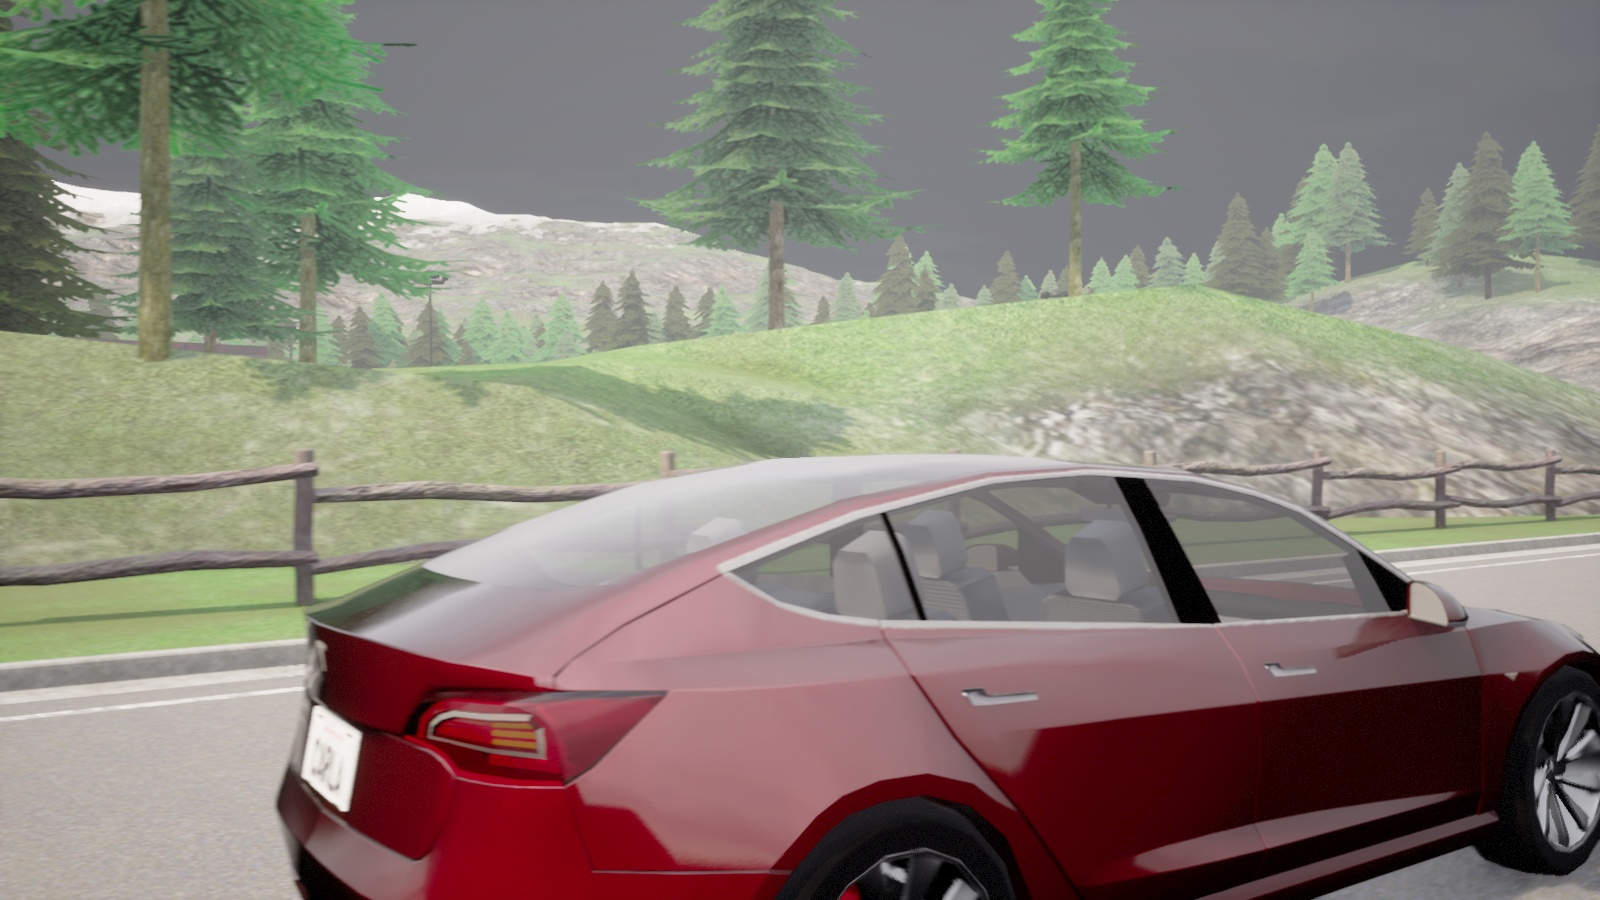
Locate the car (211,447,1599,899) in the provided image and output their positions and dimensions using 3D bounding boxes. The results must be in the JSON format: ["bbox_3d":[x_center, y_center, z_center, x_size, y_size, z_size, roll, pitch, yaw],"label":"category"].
[{"bbox_3d":[0.827,0.743,4.235,4.792,1.488,2.163,0,0,-35],"label":"car"}]
